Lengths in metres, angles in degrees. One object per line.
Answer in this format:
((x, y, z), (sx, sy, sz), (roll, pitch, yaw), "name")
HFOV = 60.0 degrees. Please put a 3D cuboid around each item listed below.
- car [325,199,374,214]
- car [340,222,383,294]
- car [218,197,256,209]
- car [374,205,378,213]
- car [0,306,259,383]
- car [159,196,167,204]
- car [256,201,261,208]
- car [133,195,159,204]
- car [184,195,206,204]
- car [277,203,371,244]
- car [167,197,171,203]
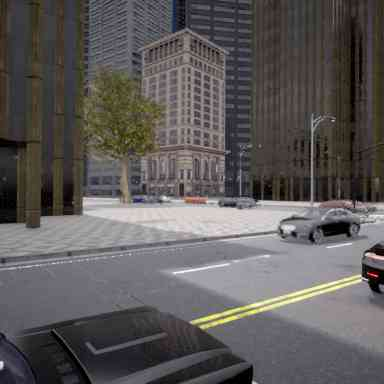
((14.677, 1.484, 32.416), (1.812, 1.442, 4.674), (1, 0, -33), "car")
((5.785, 1.494, 7.563), (4.902, 1.511, 2.128), (0, 0, -35), "car")
((5.589, 1.452, 44.201), (2.128, 1.511, 4.902), (1, 0, -40), "car")
((17.101, 1.522, 35.300), (1.812, 1.442, 4.674), (1, 0, -41), "car")
((-1.737, 1.601, 2.202), (4.718, 1.301, 1.895), (0, 0, -36), "car")
((-7.286, 1.556, 63.675), (1.994, 1.385, 4.181), (1, -1, -43), "car")
((7.482, 1.486, 47.007), (2.128, 1.511, 4.902), (1, 0, -40), "car")
((-8.762, 1.309, 60.482), (2.097, 1.767, 4.553), (1, 0, -43), "car")
((0.555, 1.410, 64.923), (2.097, 1.767, 4.553), (1, -1, -43), "car")
((6.192, 1.495, 16.033), (4.902, 1.511, 2.128), (0, 0, -35), "car")
((-6.403, 1.581, 72.110), (1.812, 1.442, 4.674), (1, -1, -45), "car")
